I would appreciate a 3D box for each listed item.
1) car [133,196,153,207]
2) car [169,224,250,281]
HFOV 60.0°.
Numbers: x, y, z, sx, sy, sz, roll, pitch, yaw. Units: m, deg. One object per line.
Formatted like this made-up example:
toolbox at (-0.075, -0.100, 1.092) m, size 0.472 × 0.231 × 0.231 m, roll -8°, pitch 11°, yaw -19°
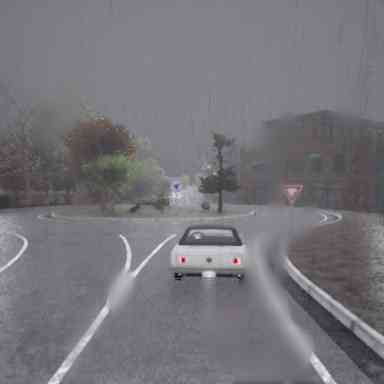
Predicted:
car at (-5.515, 1.313, 45.181) m, size 4.892 × 1.490 × 1.837 m, roll 1°, pitch 0°, yaw -6°
car at (0.579, 1.591, 9.818) m, size 1.895 × 1.301 × 4.718 m, roll 0°, pitch 0°, yaw 5°
